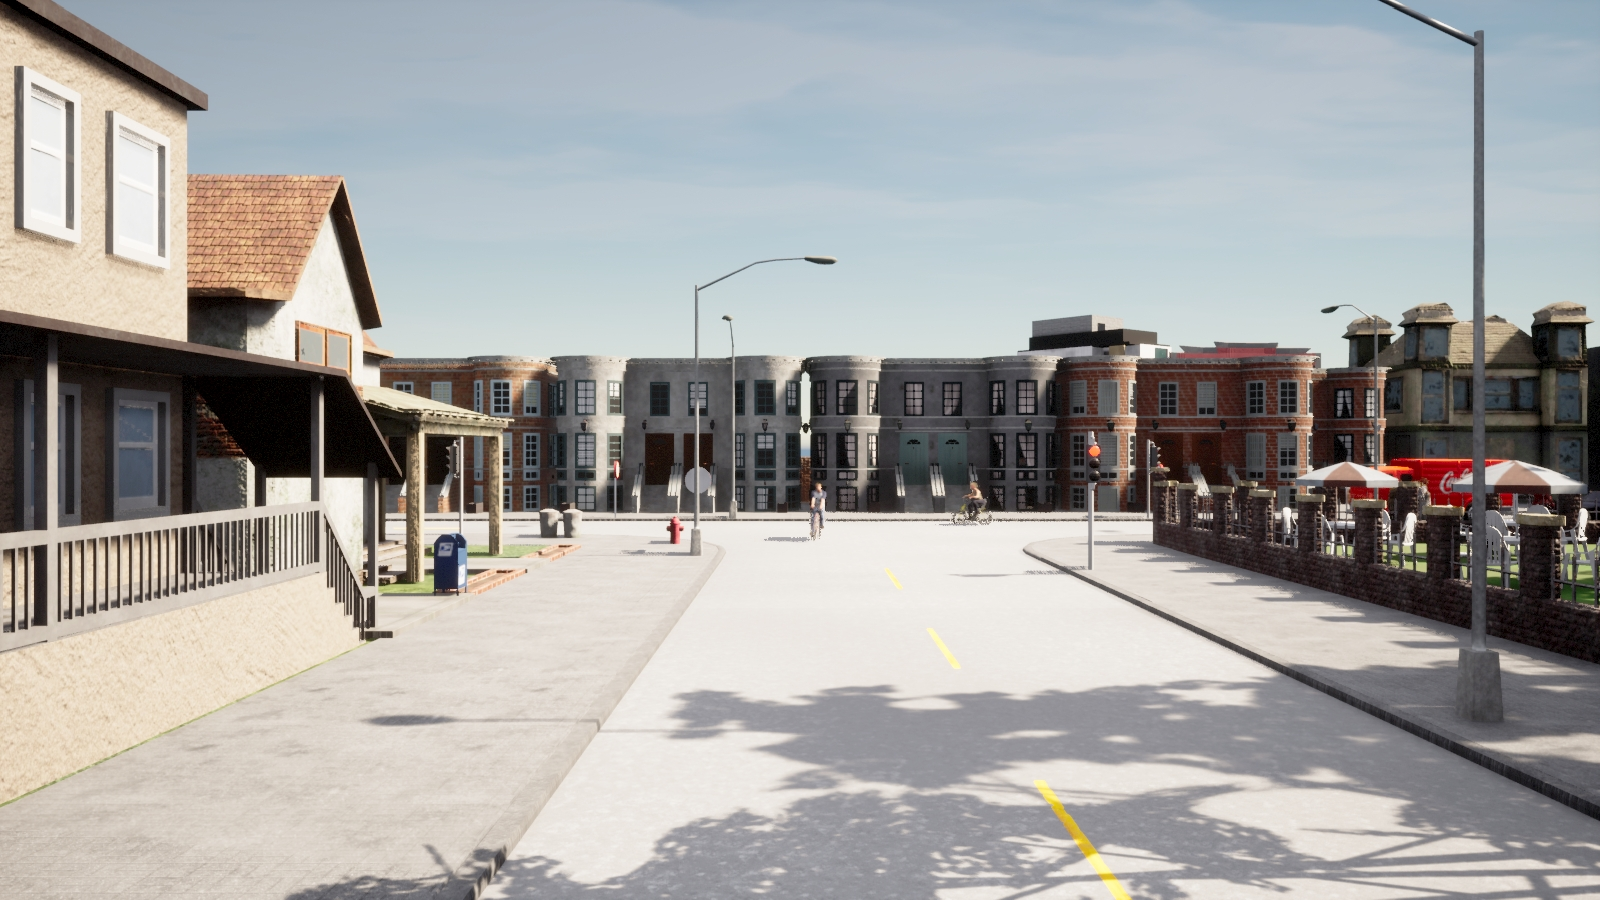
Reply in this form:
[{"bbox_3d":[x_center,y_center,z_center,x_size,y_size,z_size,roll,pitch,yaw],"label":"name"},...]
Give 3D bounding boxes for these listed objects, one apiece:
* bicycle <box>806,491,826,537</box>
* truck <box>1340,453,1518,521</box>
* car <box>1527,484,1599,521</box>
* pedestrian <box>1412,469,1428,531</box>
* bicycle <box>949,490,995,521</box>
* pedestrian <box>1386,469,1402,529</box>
[{"bbox_3d":[0.501,1.936,34.975,0.373,1.296,1.643,2,0,8],"label":"bicycle"},{"bbox_3d":[23.419,1.345,42.737,5.204,2.467,2.627,0,0,0],"label":"truck"},{"bbox_3d":[30.170,1.935,42.745,4.718,1.301,1.895,0,0,0],"label":"car"},{"bbox_3d":[18.827,1.517,34.710,0.375,1.860,0.375,0,0,21],"label":"pedestrian"},{"bbox_3d":[6.364,2.036,42.305,1.487,1.080,0.859,0,0,-9],"label":"bicycle"},{"bbox_3d":[18.423,1.518,35.438,0.375,1.860,0.375,0,0,13],"label":"pedestrian"}]
